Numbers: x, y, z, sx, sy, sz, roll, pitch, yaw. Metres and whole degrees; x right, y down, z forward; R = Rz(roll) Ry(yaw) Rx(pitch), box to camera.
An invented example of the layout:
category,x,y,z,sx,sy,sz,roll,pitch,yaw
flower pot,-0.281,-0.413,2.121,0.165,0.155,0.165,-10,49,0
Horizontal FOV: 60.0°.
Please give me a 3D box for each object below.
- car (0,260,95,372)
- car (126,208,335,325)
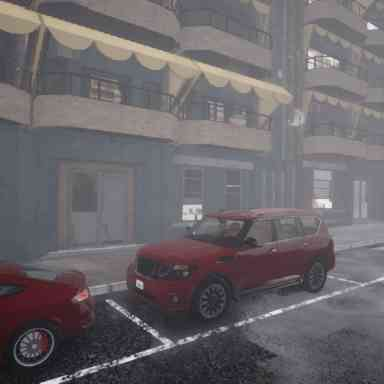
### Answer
category,x,y,z,sx,sy,sz,roll,pitch,yaw
car,-3.374,1.582,4.137,4.206,1.307,1.802,0,1,-35
car,1.124,1.318,7.341,5.009,1.841,2.192,0,1,-35
